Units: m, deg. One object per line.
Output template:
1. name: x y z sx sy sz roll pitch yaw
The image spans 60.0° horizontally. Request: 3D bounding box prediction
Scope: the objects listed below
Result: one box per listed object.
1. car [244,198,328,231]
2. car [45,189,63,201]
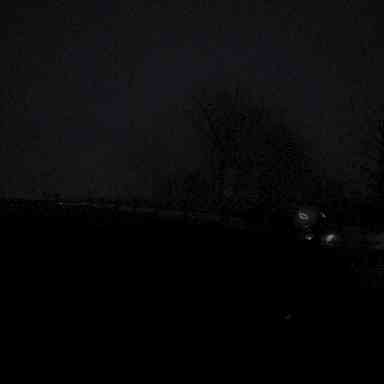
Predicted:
1. car: 4.992 1.157 18.163 2.097 1.767 4.553 -1 1 -35
2. car: -25.295 0.487 60.848 2.150 2.045 5.566 -1 1 -35
